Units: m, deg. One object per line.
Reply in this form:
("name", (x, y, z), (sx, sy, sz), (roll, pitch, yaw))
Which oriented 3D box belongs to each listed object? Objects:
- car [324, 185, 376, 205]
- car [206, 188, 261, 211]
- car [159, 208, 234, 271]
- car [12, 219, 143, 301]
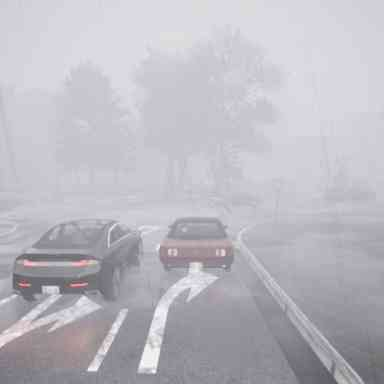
("car", (13.536, 0.169, 28.446), (4.902, 1.511, 2.128), (-2, 5, -25))
("car", (3.197, 0.474, 24.908), (4.902, 1.511, 2.128), (-4, 6, -41))
("car", (0.185, 1.451, 10.448), (1.895, 1.301, 4.718), (0, 2, 2))
("car", (-2.399, 1.408, 8.123), (2.128, 1.511, 4.902), (0, 1, 1))
